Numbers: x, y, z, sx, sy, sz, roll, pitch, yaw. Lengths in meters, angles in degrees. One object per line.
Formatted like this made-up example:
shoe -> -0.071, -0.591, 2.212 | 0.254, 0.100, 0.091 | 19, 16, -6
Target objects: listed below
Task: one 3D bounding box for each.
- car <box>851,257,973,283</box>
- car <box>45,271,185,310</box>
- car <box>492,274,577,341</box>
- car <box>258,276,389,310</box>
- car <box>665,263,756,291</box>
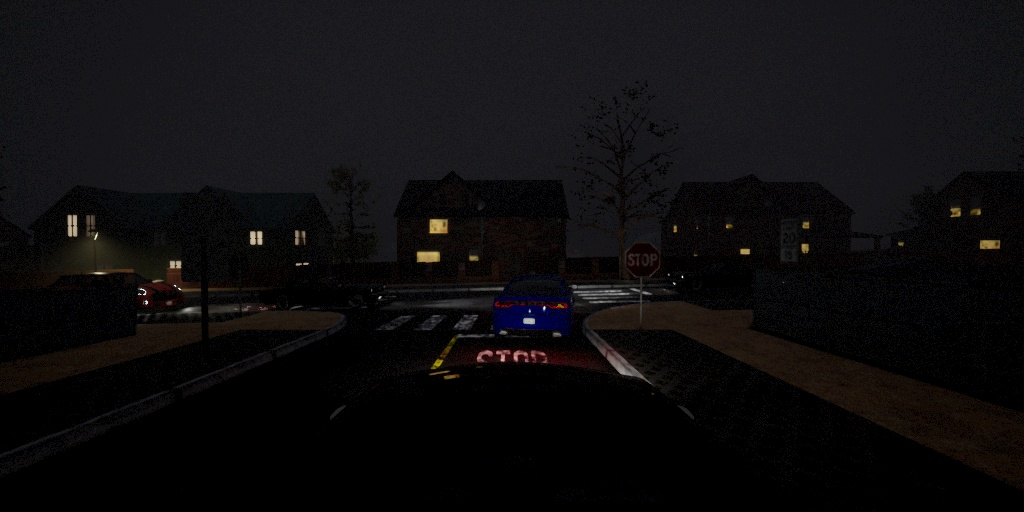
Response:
car -> 20.044, 0.753, 18.214 | 5.357, 1.411, 2.033 | -1, 1, 0
car -> -16.808, 1.471, 15.217 | 4.553, 1.767, 2.097 | -1, 1, 0
car -> 0.780, 1.226, 10.029 | 1.882, 1.535, 5.008 | 0, 0, 10
car -> -7.821, 1.506, 15.231 | 4.718, 1.301, 1.895 | -1, 1, 0
car -> 10.399, 1.034, 18.171 | 4.718, 1.301, 1.895 | -1, 1, -1
